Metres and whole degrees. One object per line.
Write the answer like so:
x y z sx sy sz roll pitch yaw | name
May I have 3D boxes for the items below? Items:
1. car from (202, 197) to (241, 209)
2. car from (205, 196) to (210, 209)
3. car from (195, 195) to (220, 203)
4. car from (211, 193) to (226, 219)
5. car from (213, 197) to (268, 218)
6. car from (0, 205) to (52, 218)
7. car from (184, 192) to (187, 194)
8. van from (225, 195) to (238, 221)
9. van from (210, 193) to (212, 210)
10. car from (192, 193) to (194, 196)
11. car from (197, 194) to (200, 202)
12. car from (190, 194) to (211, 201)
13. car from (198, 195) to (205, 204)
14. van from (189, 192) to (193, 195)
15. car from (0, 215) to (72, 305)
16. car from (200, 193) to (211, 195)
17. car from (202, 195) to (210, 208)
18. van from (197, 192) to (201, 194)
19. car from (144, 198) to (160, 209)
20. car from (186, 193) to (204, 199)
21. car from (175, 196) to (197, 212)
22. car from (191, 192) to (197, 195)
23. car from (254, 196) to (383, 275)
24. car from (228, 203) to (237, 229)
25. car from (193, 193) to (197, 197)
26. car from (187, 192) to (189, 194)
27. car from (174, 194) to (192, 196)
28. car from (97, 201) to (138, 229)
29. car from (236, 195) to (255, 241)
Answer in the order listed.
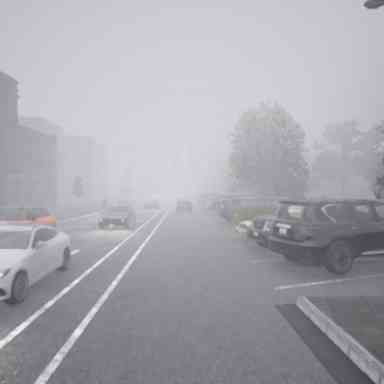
4.071 1.503 46.033 4.892 1.521 2.231 1 0 -22 | car
4.352 1.553 37.144 4.792 1.488 2.163 1 0 -22 | car
3.068 1.433 66.808 4.674 1.452 2.002 1 0 -24 | car
4.688 1.277 25.302 5.566 2.045 2.435 1 0 -22 | car
4.521 1.404 31.219 4.553 1.767 2.185 1 0 -22 | car
-7.375 1.378 13.912 2.097 1.767 4.553 0 0 -2 | car
1.539 0.996 87.518 5.566 2.045 2.435 1 0 -25 | car
4.847 1.301 22.379 4.442 1.987 1.878 1 0 -22 | van
4.515 1.302 34.218 4.442 1.987 1.878 1 0 -22 | van
3.426 1.413 63.917 5.366 1.575 1.946 1 0 -24 | car
3.713 1.505 54.941 4.674 1.452 2.002 1 1 -23 | car
2.019 1.325 81.583 4.674 1.452 2.002 1 1 -25 | car
3.988 1.506 42.992 5.366 1.575 1.946 1 0 -22 | car
2.375 1.100 75.608 4.442 1.987 1.878 1 1 -24 | van
-4.410 1.540 8.225 1.812 1.442 4.674 0 0 -3 | car
3.930 1.365 48.993 4.553 1.767 2.185 1 0 -22 | car
4.418 1.517 40.162 5.366 1.575 1.946 1 0 -22 | car
3.680 1.225 57.959 4.442 1.987 1.878 1 0 -23 | van
-5.363 1.545 44.923 1.812 1.442 4.674 0 0 -2 | car
0.926 1.087 93.409 4.553 1.767 2.185 1 0 -26 | car
-0.914 1.526 38.544 2.128 1.511 4.902 0 0 -2 | car
2.687 1.389 72.698 4.674 1.452 2.002 1 0 -24 | car
5.094 1.253 10.513 5.566 2.045 2.435 1 0 -21 | car
4.743 1.510 16.331 5.366 1.575 1.946 1 0 -22 | car
3.412 1.432 60.878 5.008 1.535 2.097 1 0 -23 | car
2.085 1.301 78.544 5.366 1.575 1.946 1 1 -25 | car
-1.469 1.539 52.010 2.033 1.411 5.357 0 0 -2 | car
-4.805 1.587 22.260 2.033 1.411 5.357 0 0 -1 | car
4.966 1.258 13.439 5.566 2.045 2.435 1 0 -22 | car
